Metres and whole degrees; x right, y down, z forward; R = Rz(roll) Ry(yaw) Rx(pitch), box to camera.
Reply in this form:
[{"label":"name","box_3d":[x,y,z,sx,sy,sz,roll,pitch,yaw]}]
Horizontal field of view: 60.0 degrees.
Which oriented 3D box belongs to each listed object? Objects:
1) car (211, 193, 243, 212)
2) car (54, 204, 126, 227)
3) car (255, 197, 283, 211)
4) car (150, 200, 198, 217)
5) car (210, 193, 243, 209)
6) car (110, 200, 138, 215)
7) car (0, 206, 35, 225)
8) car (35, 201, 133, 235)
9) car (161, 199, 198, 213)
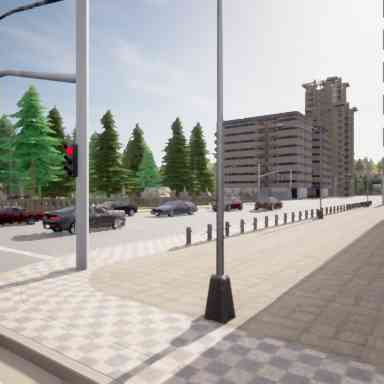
[{"label":"car","box_3d":[4.246,1.352,39.734,2.097,1.767,4.553,0,0,36]},{"label":"car","box_3d":[-7.156,1.601,23.734,1.895,1.301,4.718,0,0,35]},{"label":"car","box_3d":[9.488,1.352,40.749,2.097,1.767,4.553,0,0,36]},{"label":"car","box_3d":[-1.558,1.547,31.595,2.033,1.411,5.357,0,0,36]},{"label":"car","box_3d":[4.891,1.221,46.629,2.150,2.045,5.566,0,0,36]},{"label":"car","box_3d":[-7.099,1.477,29.852,1.882,1.535,5.008,0,0,36]},{"label":"car","box_3d":[-12.580,1.601,22.230,1.895,1.301,4.718,0,0,37]},{"label":"car","box_3d":[-5.977,1.505,19.010,1.837,1.490,4.892,0,0,36]},{"label":"car","box_3d":[-1.356,1.564,37.924,1.994,1.385,4.181,0,0,35]}]
